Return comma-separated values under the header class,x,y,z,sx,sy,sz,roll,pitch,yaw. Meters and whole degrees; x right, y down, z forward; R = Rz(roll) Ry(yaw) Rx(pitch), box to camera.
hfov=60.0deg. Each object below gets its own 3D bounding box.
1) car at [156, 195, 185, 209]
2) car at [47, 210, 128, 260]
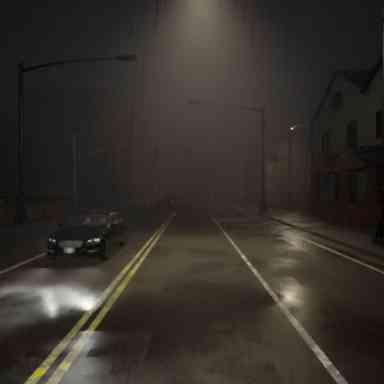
class,x,y,z,sx,sy,sz,roll,pitch,yaw
car,-2.800,1.181,42.106,2.097,1.767,4.553,0,1,-31
car,-3.604,1.452,12.236,2.128,1.511,4.902,0,0,0
